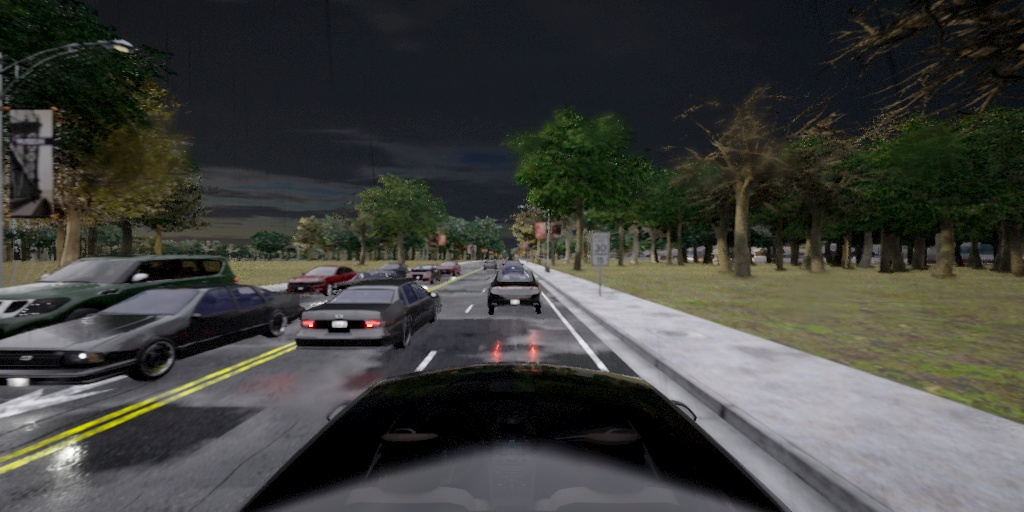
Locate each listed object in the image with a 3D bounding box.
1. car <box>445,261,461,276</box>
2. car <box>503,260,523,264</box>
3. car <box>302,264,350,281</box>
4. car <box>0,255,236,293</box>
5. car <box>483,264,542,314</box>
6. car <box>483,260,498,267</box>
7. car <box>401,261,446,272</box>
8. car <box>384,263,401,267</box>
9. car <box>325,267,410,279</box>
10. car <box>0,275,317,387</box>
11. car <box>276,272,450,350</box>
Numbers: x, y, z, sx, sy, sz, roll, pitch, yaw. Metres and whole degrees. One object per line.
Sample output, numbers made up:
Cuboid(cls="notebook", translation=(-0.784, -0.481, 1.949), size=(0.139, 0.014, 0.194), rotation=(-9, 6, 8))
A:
Cuboid(cls="car", translation=(-6.502, 1.260, 37.306), size=(1.882, 1.535, 5.008), rotation=(0, 0, 0))
Cuboid(cls="car", translation=(0.098, 1.132, 35.582), size=(2.097, 1.767, 4.553), rotation=(0, 0, 0))
Cuboid(cls="car", translation=(-9.842, 1.239, 19.234), size=(1.882, 1.535, 5.008), rotation=(0, 0, 0))
Cuboid(cls="car", translation=(-9.835, 0.975, 9.248), size=(2.150, 2.045, 5.566), rotation=(0, 0, 0))
Cuboid(cls="car", translation=(0.099, 1.248, 13.876), size=(2.128, 1.511, 4.902), rotation=(0, 0, 0))
Cuboid(cls="car", translation=(-3.163, 1.296, 52.810), size=(2.128, 1.511, 4.902), rotation=(0, 0, 0))
Cuboid(cls="car", translation=(-6.563, 1.333, 27.054), size=(1.994, 1.385, 4.181), rotation=(0, 0, 1))
Cuboid(cls="car", translation=(-9.797, 1.320, 29.521), size=(2.033, 1.411, 5.357), rotation=(0, 0, 0))
Cuboid(cls="car", translation=(-6.595, 1.360, 17.042), size=(1.895, 1.301, 4.718), rotation=(0, 0, 0))
Cuboid(cls="car", translation=(-6.599, 1.300, 7.454), size=(2.033, 1.411, 5.357), rotation=(0, 0, 0))
Cuboid(cls="car", translation=(-3.149, 1.301, 9.075), size=(2.033, 1.411, 5.357), rotation=(0, 0, 0))
